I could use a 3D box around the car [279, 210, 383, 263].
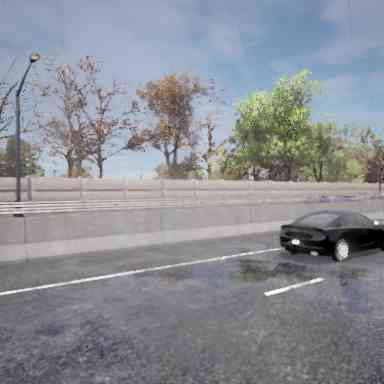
[{"bbox_3d":[5.242,1.384,11.784,5.008,1.535,1.882,-1,0,-36],"label":"car"}]

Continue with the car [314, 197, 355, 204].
[{"bbox_3d":[16.494,1.274,37.251,5.357,1.411,2.033,0,0,-35],"label":"car"}]

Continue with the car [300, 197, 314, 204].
[{"bbox_3d":[15.604,1.264,40.907,5.357,1.411,2.033,0,0,-35],"label":"car"}]

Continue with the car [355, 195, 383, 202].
[{"bbox_3d":[19.865,1.067,35.349,4.553,1.767,2.097,0,0,-35],"label":"car"}]
